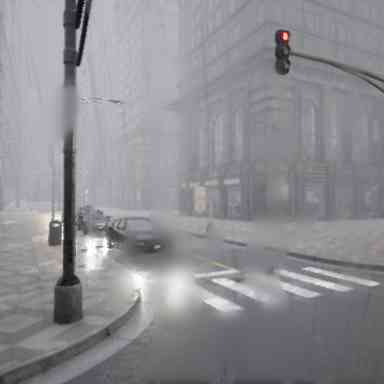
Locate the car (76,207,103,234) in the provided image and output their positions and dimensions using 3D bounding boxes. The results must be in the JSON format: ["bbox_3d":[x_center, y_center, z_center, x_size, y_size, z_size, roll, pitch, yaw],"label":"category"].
[{"bbox_3d":[-7.047,2.089,23.763,2.128,1.511,4.902,1,-1,-27],"label":"car"}]

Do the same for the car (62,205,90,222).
[{"bbox_3d":[-11.860,2.364,33.199,2.033,1.411,5.357,1,-1,-27],"label":"car"}]

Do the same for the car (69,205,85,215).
[{"bbox_3d":[-18.151,2.774,52.311,1.812,1.442,4.674,1,-1,-27],"label":"car"}]

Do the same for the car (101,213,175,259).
[{"bbox_3d":[-2.414,1.850,14.699,1.882,1.535,5.008,1,-2,-27],"label":"car"}]
